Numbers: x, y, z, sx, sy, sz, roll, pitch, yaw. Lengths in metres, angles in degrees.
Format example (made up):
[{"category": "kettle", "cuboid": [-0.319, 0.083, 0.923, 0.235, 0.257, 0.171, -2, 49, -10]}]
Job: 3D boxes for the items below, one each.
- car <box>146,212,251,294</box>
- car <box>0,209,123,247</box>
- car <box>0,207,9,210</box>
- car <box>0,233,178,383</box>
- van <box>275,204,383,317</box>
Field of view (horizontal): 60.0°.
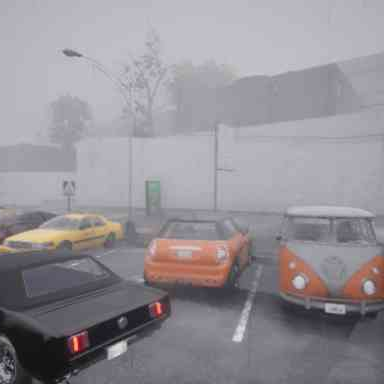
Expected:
[{"category": "car", "cuboid": [0.408, 1.377, 9.151, 2.185, 1.767, 4.553, 0, -1, 15]}, {"category": "car", "cuboid": [-4.492, 1.498, 12.458, 1.946, 1.575, 5.366, 1, -1, 15]}, {"category": "car", "cuboid": [-6.871, 1.531, 14.396, 2.163, 1.488, 4.792, 0, -1, 15]}, {"category": "car", "cuboid": [-2.700, 1.613, 5.297, 4.718, 1.301, 1.895, 0, 0, 35]}, {"category": "van", "cuboid": [2.830, 1.272, 7.333, 1.878, 1.987, 4.442, 1, -1, 15]}]
